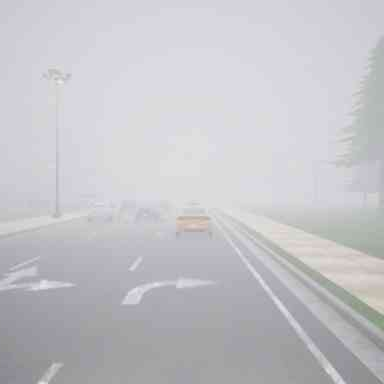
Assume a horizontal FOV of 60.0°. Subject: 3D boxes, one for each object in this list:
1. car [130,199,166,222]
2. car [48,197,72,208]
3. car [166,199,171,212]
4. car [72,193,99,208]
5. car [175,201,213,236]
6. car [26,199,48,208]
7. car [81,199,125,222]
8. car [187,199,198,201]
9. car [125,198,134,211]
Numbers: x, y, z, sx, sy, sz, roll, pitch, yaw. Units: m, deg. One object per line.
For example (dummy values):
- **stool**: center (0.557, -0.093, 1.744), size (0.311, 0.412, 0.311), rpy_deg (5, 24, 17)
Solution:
- **car**: center (-3.433, 1.533, 26.648), size (1.812, 1.442, 4.674), rpy_deg (0, 0, 1)
- **car**: center (-18.671, 1.531, 48.224), size (1.812, 1.442, 4.674), rpy_deg (0, 0, -1)
- **car**: center (-3.492, 1.503, 38.640), size (2.128, 1.511, 4.902), rpy_deg (0, 0, 0)
- **car**: center (-15.175, 1.213, 48.647), size (2.150, 2.045, 5.566), rpy_deg (0, 0, -1)
- **car**: center (0.101, 1.484, 18.659), size (1.882, 1.535, 5.008), rpy_deg (0, 0, 0)
- **car**: center (-22.172, 1.603, 48.402), size (1.895, 1.301, 4.718), rpy_deg (0, 0, -1)
- **car**: center (-6.936, 1.530, 26.474), size (1.812, 1.442, 4.674), rpy_deg (0, 0, 0)
- **car**: center (0.064, 1.540, 39.435), size (1.812, 1.442, 4.674), rpy_deg (0, -1, -1)
- **car**: center (-6.992, 1.513, 38.615), size (1.837, 1.490, 4.892), rpy_deg (0, 0, 0)
